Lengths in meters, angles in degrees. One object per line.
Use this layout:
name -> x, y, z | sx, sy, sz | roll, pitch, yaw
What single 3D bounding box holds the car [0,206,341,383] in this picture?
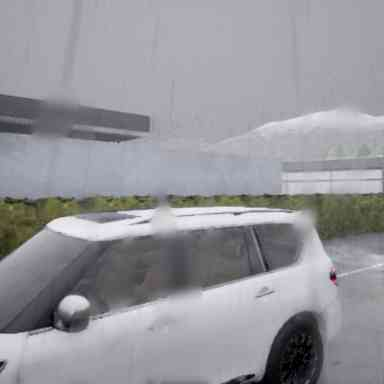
car -> -0.720, 1.219, 3.466 | 5.566, 2.045, 2.150 | 0, 0, -36
